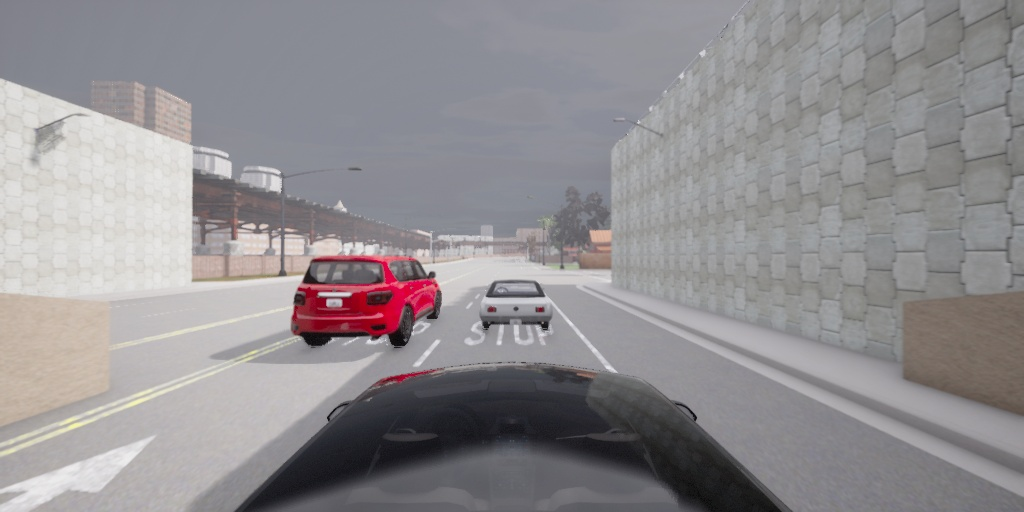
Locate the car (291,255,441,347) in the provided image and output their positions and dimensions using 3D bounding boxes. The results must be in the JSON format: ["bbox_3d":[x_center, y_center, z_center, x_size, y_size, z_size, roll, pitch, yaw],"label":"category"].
[{"bbox_3d":[-3.403,1.000,9.547,2.150,2.045,5.566,0,0,0],"label":"car"}]

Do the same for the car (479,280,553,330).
[{"bbox_3d":[0.100,1.387,11.280,1.895,1.301,4.718,0,0,0],"label":"car"}]
